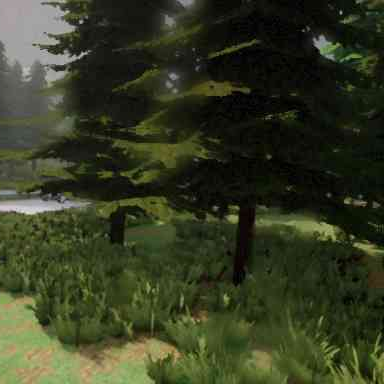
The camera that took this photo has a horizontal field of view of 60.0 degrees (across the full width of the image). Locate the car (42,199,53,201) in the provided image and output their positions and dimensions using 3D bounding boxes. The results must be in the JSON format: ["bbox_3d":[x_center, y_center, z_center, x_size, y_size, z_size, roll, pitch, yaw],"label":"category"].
[{"bbox_3d":[-9.965,0.039,26.763,1.837,1.490,4.892,5,3,24],"label":"car"}]
